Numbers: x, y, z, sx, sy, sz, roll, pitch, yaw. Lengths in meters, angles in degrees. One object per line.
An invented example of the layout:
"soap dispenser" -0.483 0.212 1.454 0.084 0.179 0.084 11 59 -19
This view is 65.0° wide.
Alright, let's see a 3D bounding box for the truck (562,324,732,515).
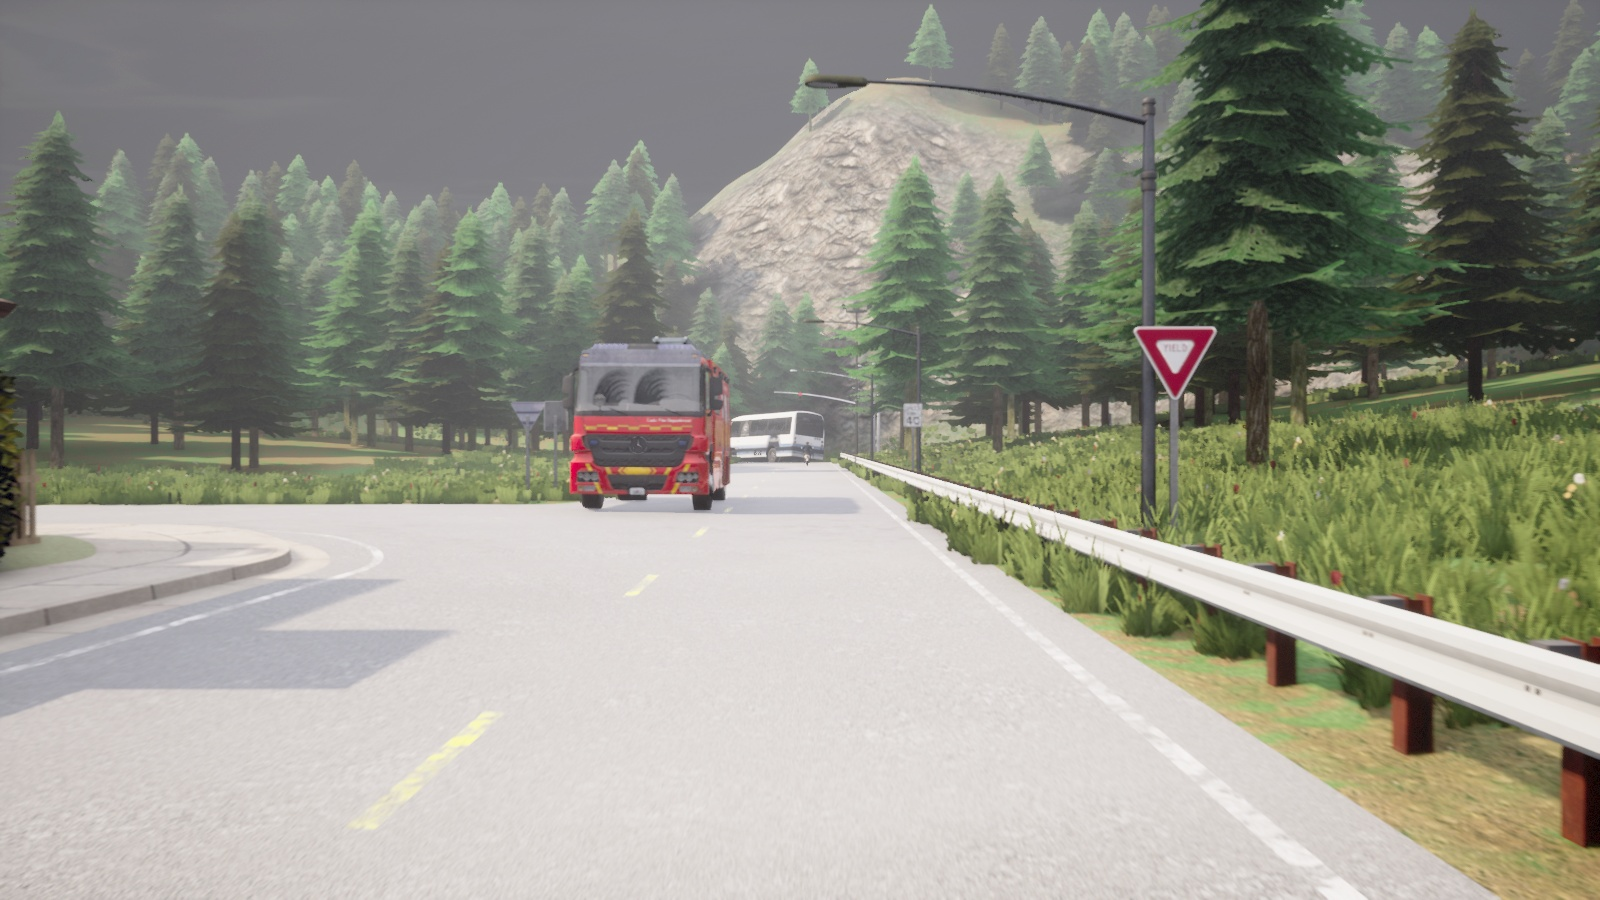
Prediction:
"truck" -3.315 -0.605 29.559 2.891 3.827 8.468 1 0 0
